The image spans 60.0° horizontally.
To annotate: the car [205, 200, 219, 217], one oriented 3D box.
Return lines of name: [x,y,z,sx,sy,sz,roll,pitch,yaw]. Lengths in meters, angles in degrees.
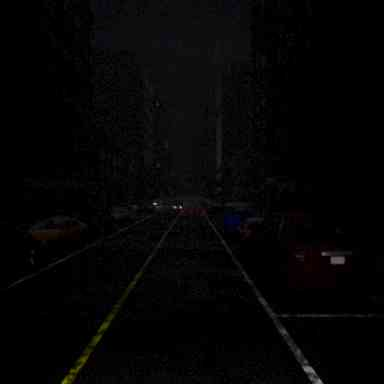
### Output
car: [2.763,1.910,36.187,2.008,1.369,4.403,-1,-1,0]

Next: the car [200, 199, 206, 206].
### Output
car: [2.766,1.975,52.703,1.967,1.590,4.097,-1,-1,0]

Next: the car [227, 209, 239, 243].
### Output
car: [2.757,1.663,14.339,1.752,1.417,4.829,-1,-1,0]

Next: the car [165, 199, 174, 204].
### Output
car: [-5.749,2.448,85.733,2.008,1.369,4.403,-1,-1,0]

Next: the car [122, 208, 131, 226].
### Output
car: [-5.765,1.769,25.011,1.752,1.417,4.829,-1,-1,0]

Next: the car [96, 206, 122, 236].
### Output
car: [-5.766,1.756,19.674,1.947,1.339,4.313,-1,-1,0]

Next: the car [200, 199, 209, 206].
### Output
car: [2.774,2.341,74.721,1.947,1.339,4.313,-1,-1,0]

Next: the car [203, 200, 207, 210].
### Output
car: [2.765,1.962,41.692,1.887,1.381,4.507,-1,-1,0]

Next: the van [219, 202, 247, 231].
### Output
van: [2.756,1.532,19.675,1.690,1.788,3.998,-1,-1,0]

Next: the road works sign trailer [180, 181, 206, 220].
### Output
road works sign trailer: [0.053,0.736,31.268,2.380,3.560,2.880,0,0,-2]

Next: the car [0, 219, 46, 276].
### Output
car: [-5.770,1.523,8.667,1.967,1.590,4.097,-1,-1,0]

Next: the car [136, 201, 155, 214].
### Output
car: [-5.762,1.857,41.696,1.967,1.590,4.097,-1,-1,0]

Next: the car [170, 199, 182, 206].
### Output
car: [-2.980,2.278,71.771,2.033,1.411,5.357,0,-1,0]

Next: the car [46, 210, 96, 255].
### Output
car: [-5.768,1.660,14.000,1.752,1.417,4.829,-1,-1,0]

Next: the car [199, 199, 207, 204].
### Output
car: [2.776,2.442,85.731,1.887,1.381,4.507,-1,-1,0]

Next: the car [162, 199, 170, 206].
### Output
car: [-5.753,2.215,74.724,1.967,1.590,4.097,-1,-1,0]

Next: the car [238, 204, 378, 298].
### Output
car: [2.753,1.398,8.666,2.192,1.841,5.009,-1,-1,0]

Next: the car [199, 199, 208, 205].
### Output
car: [2.775,2.381,80.226,1.887,1.381,4.507,-1,-1,0]

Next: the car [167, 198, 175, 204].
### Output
car: [-5.747,2.504,91.238,1.887,1.381,4.507,-1,-1,0]

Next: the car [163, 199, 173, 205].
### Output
car: [-5.750,2.402,80.228,1.947,1.339,4.313,-1,-1,0]
